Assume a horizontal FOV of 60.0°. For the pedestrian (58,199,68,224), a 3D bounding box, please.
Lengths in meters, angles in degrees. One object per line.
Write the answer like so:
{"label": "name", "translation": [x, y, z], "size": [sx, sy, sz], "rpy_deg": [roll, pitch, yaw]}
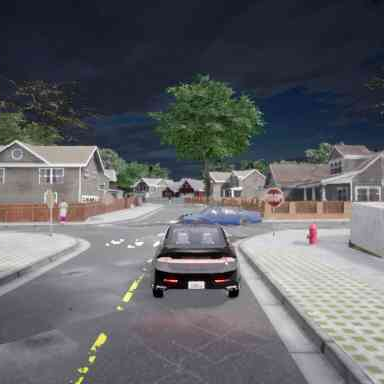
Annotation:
{"label": "pedestrian", "translation": [-9.708, 1.454, 25.017], "size": [0.375, 1.860, 0.375], "rpy_deg": [0, -1, 1]}

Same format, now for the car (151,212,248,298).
{"label": "car", "translation": [0.079, 1.506, 8.544], "size": [2.128, 1.511, 4.902], "rpy_deg": [0, 0, 0]}

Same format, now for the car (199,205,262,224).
{"label": "car", "translation": [1.745, 1.572, 21.319], "size": [5.357, 1.411, 2.033], "rpy_deg": [0, -1, -13]}
